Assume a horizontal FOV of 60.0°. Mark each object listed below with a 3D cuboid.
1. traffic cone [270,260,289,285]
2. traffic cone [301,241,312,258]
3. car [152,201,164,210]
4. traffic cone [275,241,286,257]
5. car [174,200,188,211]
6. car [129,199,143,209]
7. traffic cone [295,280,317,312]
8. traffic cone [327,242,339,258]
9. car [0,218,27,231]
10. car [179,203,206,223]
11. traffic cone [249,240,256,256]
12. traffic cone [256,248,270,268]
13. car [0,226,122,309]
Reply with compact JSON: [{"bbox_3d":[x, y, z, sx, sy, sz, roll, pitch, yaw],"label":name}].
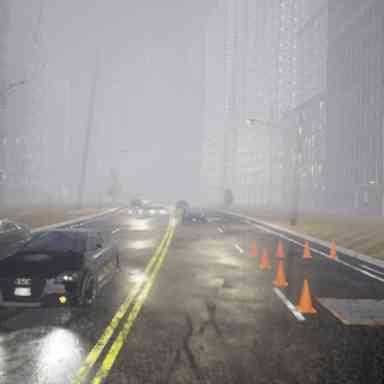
[{"bbox_3d":[2.320,2.092,8.709,0.340,0.580,0.340,1,-1,1],"label":"traffic cone"},{"bbox_3d":[4.376,2.173,12.680,0.340,0.580,0.340,1,-1,1],"label":"traffic cone"},{"bbox_3d":[-5.087,1.955,49.800,1.895,1.301,4.718,1,0,-6],"label":"car"},{"bbox_3d":[3.376,2.153,12.694,0.340,0.580,0.340,1,-1,1],"label":"traffic cone"},{"bbox_3d":[-1.520,1.894,48.482,1.882,1.535,5.008,1,0,-6],"label":"car"},{"bbox_3d":[-8.438,1.796,50.560,1.837,1.490,4.892,1,0,-6],"label":"car"},{"bbox_3d":[2.292,2.072,6.709,0.340,0.580,0.340,1,-1,1],"label":"traffic cone"},{"bbox_3d":[5.375,2.194,12.666,0.340,0.580,0.340,1,-1,1],"label":"traffic cone"},{"bbox_3d":[-6.203,1.453,9.072,2.128,1.511,4.902,1,-1,0],"label":"car"},{"bbox_3d":[0.067,1.871,28.092,1.895,1.301,4.718,1,0,-3],"label":"car"},{"bbox_3d":[2.376,2.132,12.708,0.340,0.580,0.340,1,-1,1],"label":"traffic cone"},{"bbox_3d":[2.348,2.112,10.708,0.340,0.580,0.340,1,-1,1],"label":"traffic cone"},{"bbox_3d":[-2.963,1.581,7.831,1.994,1.385,4.181,1,-1,0],"label":"car"}]
